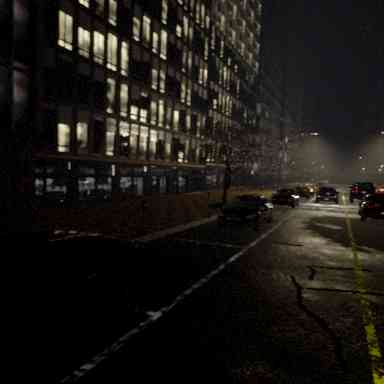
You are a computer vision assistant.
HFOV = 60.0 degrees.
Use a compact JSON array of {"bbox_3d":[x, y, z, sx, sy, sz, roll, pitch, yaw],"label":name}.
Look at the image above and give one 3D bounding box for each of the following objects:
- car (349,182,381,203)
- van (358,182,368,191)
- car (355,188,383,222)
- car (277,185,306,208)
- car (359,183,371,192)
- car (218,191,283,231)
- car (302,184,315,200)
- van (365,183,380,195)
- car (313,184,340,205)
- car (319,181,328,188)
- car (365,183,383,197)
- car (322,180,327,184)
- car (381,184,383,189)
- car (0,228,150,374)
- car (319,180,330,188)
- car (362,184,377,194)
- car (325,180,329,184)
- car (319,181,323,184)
[{"bbox_3d":[16.938,0.031,33.051,2.150,2.045,5.566,4,4,24],"label":"car"},{"bbox_3d":[37.910,-1.283,73.690,1.690,1.788,3.998,3,3,24],"label":"van"},{"bbox_3d":[10.606,0.823,18.896,1.882,1.535,5.008,4,4,24],"label":"car"},{"bbox_3d":[7.135,0.402,25.205,2.008,1.369,4.403,3,3,24],"label":"car"},{"bbox_3d":[35.595,-0.986,68.507,1.967,1.590,4.097,3,3,24],"label":"car"},{"bbox_3d":[2.512,0.796,14.829,2.008,1.369,4.403,3,3,24],"label":"car"},{"bbox_3d":[11.758,0.038,35.584,1.802,1.307,4.206,3,3,24],"label":"car"},{"bbox_3d":[28.662,-0.491,52.936,1.690,1.788,3.998,3,3,24],"label":"van"},{"bbox_3d":[12.663,0.276,30.991,1.812,1.442,4.674,4,4,24],"label":"car"},{"bbox_3d":[32.571,-1.883,82.272,1.967,1.590,4.097,3,3,24],"label":"car"},{"bbox_3d":[26.351,-0.320,47.747,2.192,1.841,5.009,3,3,24],"label":"car"},{"bbox_3d":[23.318,-0.965,61.526,1.947,1.339,4.313,3,3,24],"label":"car"},{"bbox_3d":[24.039,-0.122,42.558,2.192,1.841,5.009,3,3,24],"label":"car"},{"bbox_3d":[-2.113,1.221,4.453,1.802,1.307,4.206,3,3,24],"label":"car"},{"bbox_3d":[34.887,-2.207,87.454,2.192,1.841,5.009,3,3,24],"label":"car"},{"bbox_3d":[30.971,-0.590,58.130,1.967,1.590,4.097,3,3,24],"label":"car"},{"bbox_3d":[27.943,-1.376,71.902,2.008,1.369,4.403,3,3,24],"label":"car"},{"bbox_3d":[18.627,-0.604,50.991,1.752,1.417,4.829,3,3,24],"label":"car"}]
